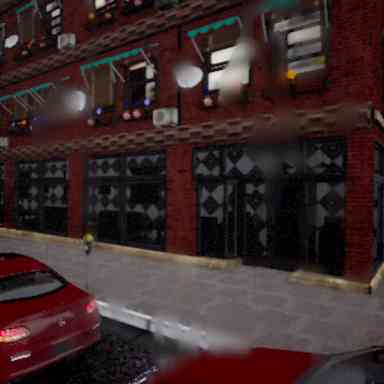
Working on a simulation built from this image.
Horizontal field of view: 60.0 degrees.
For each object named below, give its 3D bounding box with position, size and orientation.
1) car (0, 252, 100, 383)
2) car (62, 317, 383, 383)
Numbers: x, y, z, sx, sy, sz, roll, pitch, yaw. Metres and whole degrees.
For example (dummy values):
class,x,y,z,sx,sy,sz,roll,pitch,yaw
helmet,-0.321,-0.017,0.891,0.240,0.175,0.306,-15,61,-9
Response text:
class,x,y,z,sx,sy,sz,roll,pitch,yaw
car,-3.119,1.583,4.935,4.206,1.307,1.802,0,1,36
car,1.399,1.582,1.713,4.206,1.307,1.802,0,1,36
